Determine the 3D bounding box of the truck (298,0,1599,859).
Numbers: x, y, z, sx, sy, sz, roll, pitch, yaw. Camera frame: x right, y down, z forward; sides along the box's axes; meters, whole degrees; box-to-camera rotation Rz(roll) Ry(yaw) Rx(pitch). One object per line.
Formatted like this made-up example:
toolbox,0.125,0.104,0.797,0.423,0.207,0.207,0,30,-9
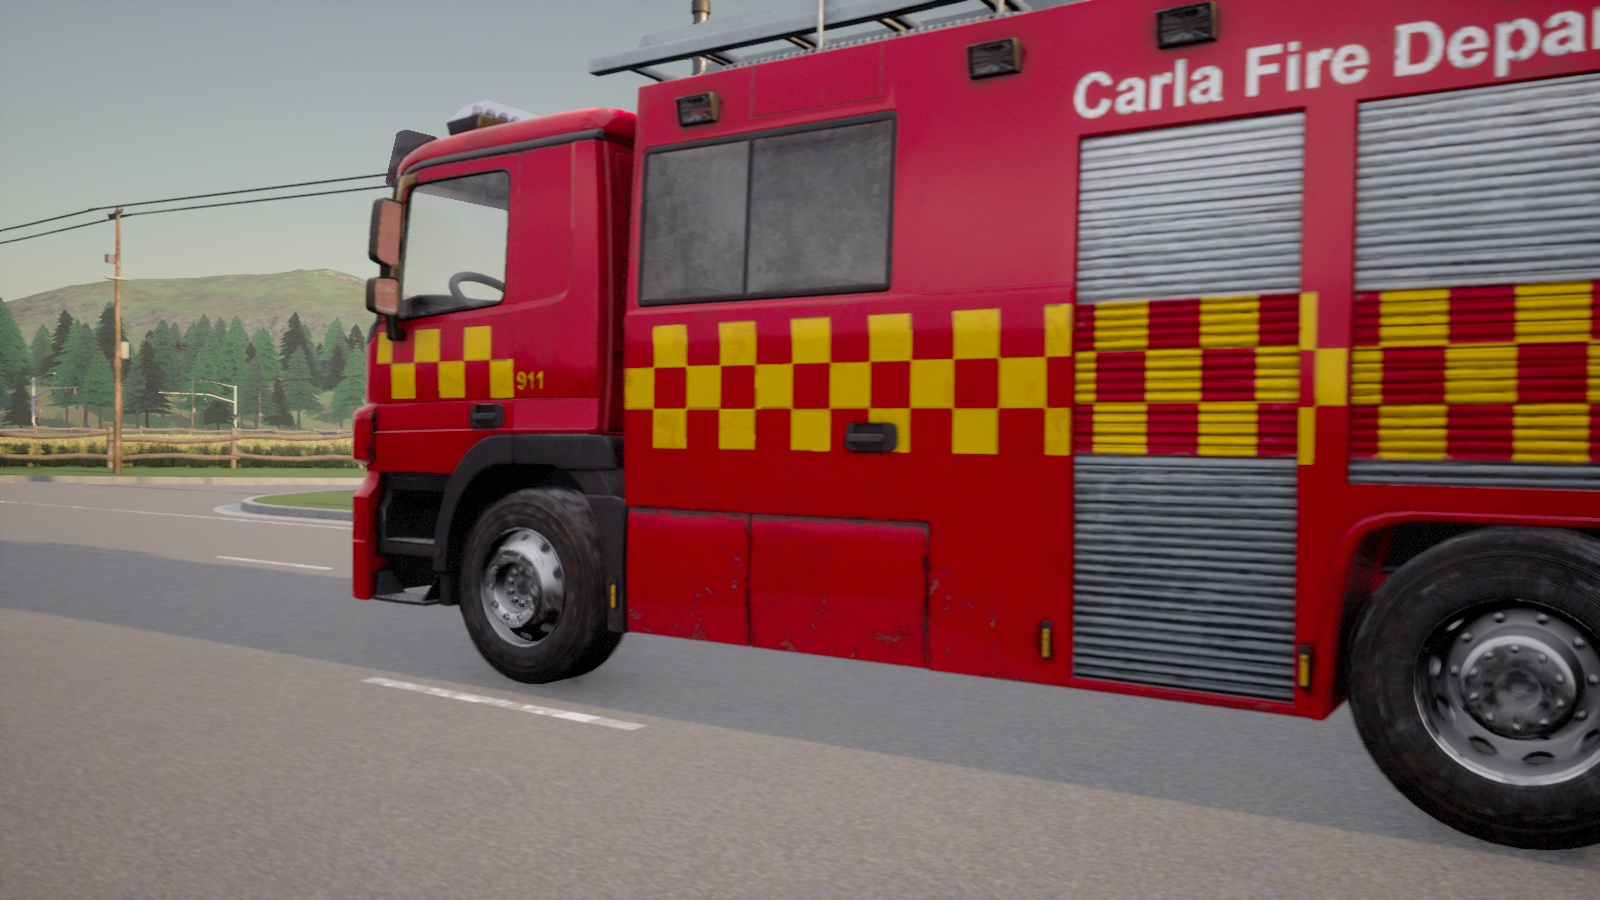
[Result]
truck,1.059,-0.540,7.098,8.468,3.827,2.891,0,1,34
